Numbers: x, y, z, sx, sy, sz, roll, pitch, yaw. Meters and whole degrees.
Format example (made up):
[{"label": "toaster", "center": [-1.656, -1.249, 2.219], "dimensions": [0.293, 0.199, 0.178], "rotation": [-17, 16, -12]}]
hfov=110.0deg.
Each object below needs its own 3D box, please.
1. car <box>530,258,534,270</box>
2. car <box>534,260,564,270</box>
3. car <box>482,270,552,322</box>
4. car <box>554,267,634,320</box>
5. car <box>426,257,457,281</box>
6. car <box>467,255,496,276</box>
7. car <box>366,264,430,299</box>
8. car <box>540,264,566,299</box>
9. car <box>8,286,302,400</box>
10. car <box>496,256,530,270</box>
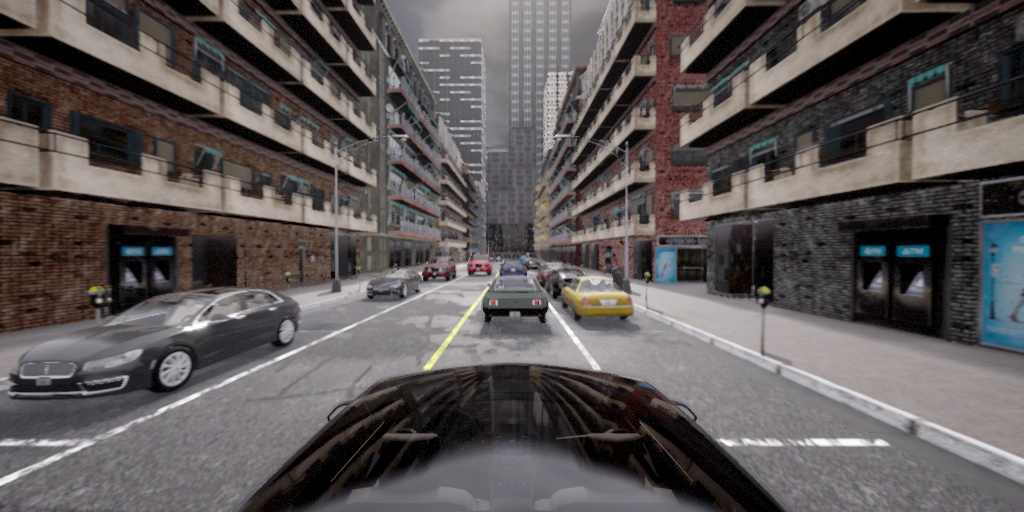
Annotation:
[{"label": "car", "center": [2.696, 1.190, 45.729], "dimensions": [1.948, 1.339, 4.313], "rotation": [0, 0, 0]}, {"label": "car", "center": [2.692, 1.127, 23.321], "dimensions": [1.967, 1.591, 4.097], "rotation": [0, 0, 0]}, {"label": "car", "center": [0.095, 1.320, 12.163], "dimensions": [1.895, 1.301, 4.718], "rotation": [0, 0, 0]}, {"label": "car", "center": [2.691, 1.245, 12.287], "dimensions": [1.751, 1.417, 4.829], "rotation": [0, 0, 0]}, {"label": "car", "center": [-5.688, 0.986, 28.953], "dimensions": [2.192, 1.841, 5.009], "rotation": [0, 0, 0]}, {"label": "car", "center": [-3.091, 0.876, 35.660], "dimensions": [2.150, 2.045, 5.566], "rotation": [0, 0, 0]}, {"label": "car", "center": [-5.689, 1.254, 17.749], "dimensions": [2.007, 1.370, 4.403], "rotation": [0, 0, 0]}, {"label": "car", "center": [2.692, 1.269, 17.719], "dimensions": [1.948, 1.339, 4.313], "rotation": [0, 0, 0]}, {"label": "car", "center": [-5.690, 1.287, 6.545], "dimensions": [2.007, 1.370, 4.403], "rotation": [0, 0, 0]}, {"label": "car", "center": [0.097, 1.024, 28.605], "dimensions": [2.097, 1.767, 4.553], "rotation": [0, 0, 0]}]
